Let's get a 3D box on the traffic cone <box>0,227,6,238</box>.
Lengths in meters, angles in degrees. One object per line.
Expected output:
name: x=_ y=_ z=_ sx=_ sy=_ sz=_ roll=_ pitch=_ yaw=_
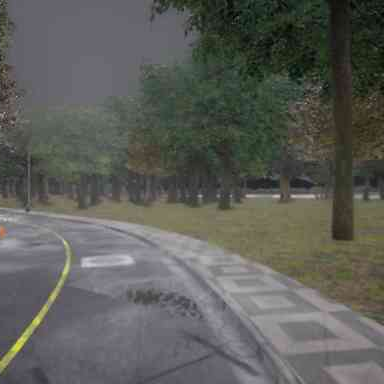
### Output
traffic cone: x=-9.947 y=2.114 z=17.434 sx=0.340 sy=0.580 sz=0.340 roll=0 pitch=0 yaw=-31

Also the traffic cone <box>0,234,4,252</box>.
traffic cone: x=-7.836 y=2.096 z=13.283 sx=0.340 sy=0.580 sz=0.340 roll=0 pitch=0 yaw=-23
